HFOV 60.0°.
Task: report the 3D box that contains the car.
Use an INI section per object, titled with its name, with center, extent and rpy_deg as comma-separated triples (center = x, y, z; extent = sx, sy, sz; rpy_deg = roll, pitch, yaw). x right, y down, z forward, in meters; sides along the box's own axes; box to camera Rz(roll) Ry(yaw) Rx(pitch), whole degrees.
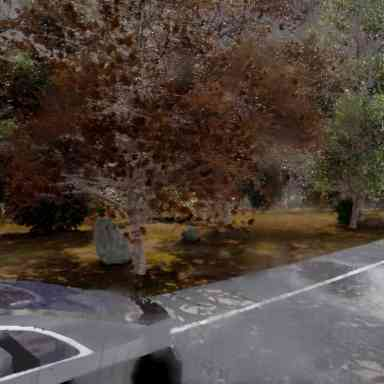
[car]
center = -2.342, 1.501, 2.137
extent = 4.902, 1.511, 2.128
rpy_deg = 0, 0, -36
